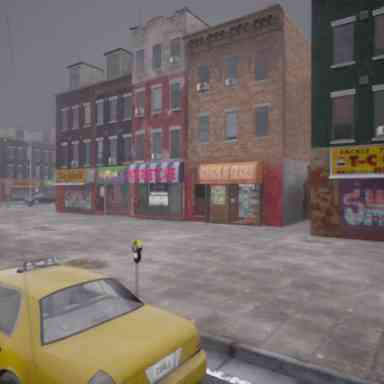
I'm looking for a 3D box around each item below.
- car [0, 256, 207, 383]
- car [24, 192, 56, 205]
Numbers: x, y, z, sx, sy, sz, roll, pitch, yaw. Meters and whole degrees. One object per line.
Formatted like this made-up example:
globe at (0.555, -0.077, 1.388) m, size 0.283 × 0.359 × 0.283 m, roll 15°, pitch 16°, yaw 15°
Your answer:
car at (-2.131, 1.524, 4.317) m, size 4.829 × 1.417 × 1.752 m, roll 0°, pitch 0°, yaw 35°
car at (-19.409, 0.837, 43.478) m, size 1.837 × 1.490 × 4.892 m, roll 0°, pitch 2°, yaw 35°
